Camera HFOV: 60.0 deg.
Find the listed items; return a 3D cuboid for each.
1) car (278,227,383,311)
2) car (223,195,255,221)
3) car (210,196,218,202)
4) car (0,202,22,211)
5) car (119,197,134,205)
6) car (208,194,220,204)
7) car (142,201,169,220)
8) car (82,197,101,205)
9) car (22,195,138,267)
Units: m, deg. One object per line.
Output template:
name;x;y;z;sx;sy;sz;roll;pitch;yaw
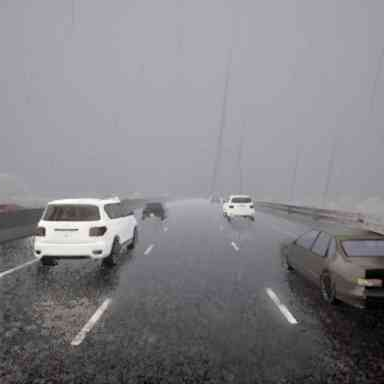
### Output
car;3.620;1.566;8.043;2.033;1.411;5.357;0;0;0
car;3.845;1.299;27.985;2.150;2.045;5.566;0;0;1
car;6.136;1.922;94.480;2.163;1.488;4.792;0;0;3
car;-13.909;1.539;24.242;1.882;1.535;5.008;0;0;1
car;-12.755;1.762;65.201;1.812;1.442;4.674;0;0;2
car;5.063;1.630;72.602;2.097;1.767;4.553;0;0;2
car;-3.139;1.584;28.875;1.837;1.490;4.892;0;0;1
car;-19.744;1.777;65.473;2.033;1.411;5.357;0;0;2
car;-3.352;1.247;11.608;2.150;2.045;5.566;0;0;0
